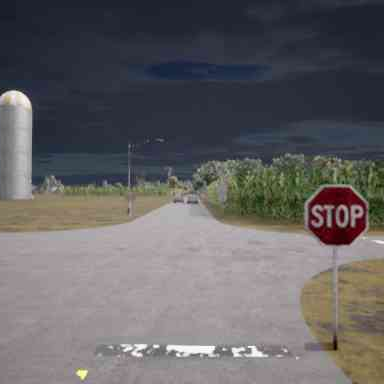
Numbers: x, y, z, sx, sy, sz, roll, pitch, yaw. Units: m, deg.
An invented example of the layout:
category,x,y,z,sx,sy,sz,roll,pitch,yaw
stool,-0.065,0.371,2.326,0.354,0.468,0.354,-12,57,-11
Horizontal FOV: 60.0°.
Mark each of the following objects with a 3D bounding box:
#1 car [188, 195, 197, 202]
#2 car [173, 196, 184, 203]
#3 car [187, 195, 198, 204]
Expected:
category,x,y,z,sx,sy,sz,roll,pitch,yaw
car,0.167,1.360,71.307,1.895,1.301,4.718,0,0,0
car,-2.597,1.505,65.447,1.994,1.385,4.181,0,0,0
car,0.143,1.511,61.269,1.994,1.385,4.181,0,0,0
